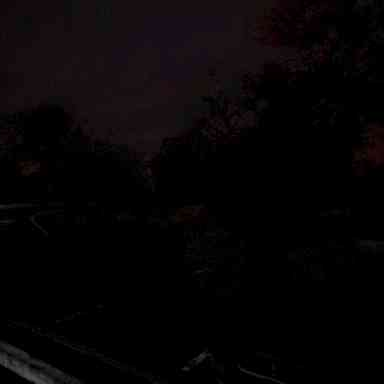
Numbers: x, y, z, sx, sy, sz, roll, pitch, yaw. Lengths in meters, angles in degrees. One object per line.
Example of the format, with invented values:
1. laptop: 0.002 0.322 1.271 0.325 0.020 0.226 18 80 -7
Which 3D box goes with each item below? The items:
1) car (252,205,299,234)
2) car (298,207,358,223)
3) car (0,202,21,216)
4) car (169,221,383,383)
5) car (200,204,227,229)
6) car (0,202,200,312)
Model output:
1. car: 5.101 1.503 18.853 2.097 1.535 5.008 -1 0 35
2. car: 7.374 1.520 17.240 2.002 1.452 4.674 -1 0 35
3. car: -22.684 2.005 38.536 2.002 1.452 4.674 -1 -1 35
4. car: 2.110 1.471 4.945 2.231 1.521 4.892 0 0 35
5. car: 0.552 1.563 22.064 2.097 1.535 5.008 -1 0 35
6. car: -2.453 1.266 8.203 2.435 2.045 5.566 -1 0 35
